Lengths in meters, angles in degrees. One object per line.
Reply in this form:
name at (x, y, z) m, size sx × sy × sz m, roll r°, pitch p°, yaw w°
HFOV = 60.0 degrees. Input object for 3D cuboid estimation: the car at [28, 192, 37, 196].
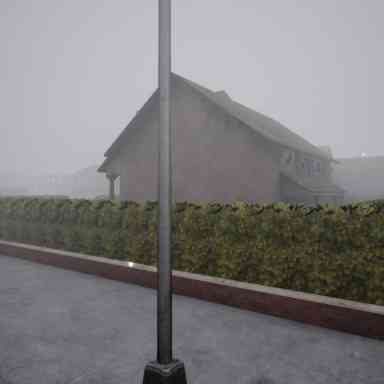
car at (-33.519, 0.973, 70.191) m, size 3.866 × 1.878 × 1.905 m, roll 0°, pitch 0°, yaw 36°
